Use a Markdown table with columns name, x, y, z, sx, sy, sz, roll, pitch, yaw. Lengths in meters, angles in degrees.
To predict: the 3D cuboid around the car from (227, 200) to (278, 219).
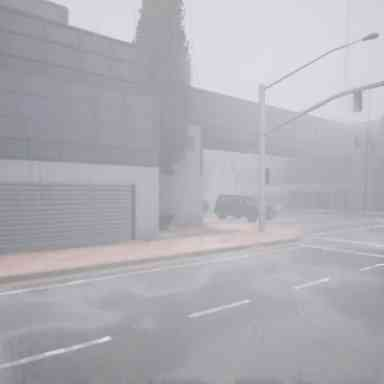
| name | x | y | z | sx | sy | sz | roll | pitch | yaw |
| --- | --- | --- | --- | --- | --- | --- | --- | --- | --- |
| car | 5.483 | 1.540 | 30.645 | 1.812 | 1.442 | 4.674 | 0 | 0 | -37 |

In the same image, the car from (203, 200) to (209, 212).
| name | x | y | z | sx | sy | sz | roll | pitch | yaw |
| --- | --- | --- | --- | --- | --- | --- | --- | --- | --- |
| car | -0.324 | 1.236 | 38.420 | 2.150 | 2.045 | 5.566 | 0 | 0 | -37 |

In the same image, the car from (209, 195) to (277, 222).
| name | x | y | z | sx | sy | sz | roll | pitch | yaw |
| --- | --- | --- | --- | --- | --- | --- | --- | --- | --- |
| car | 4.147 | 1.234 | 26.584 | 2.150 | 2.045 | 5.566 | 0 | 0 | -37 |
